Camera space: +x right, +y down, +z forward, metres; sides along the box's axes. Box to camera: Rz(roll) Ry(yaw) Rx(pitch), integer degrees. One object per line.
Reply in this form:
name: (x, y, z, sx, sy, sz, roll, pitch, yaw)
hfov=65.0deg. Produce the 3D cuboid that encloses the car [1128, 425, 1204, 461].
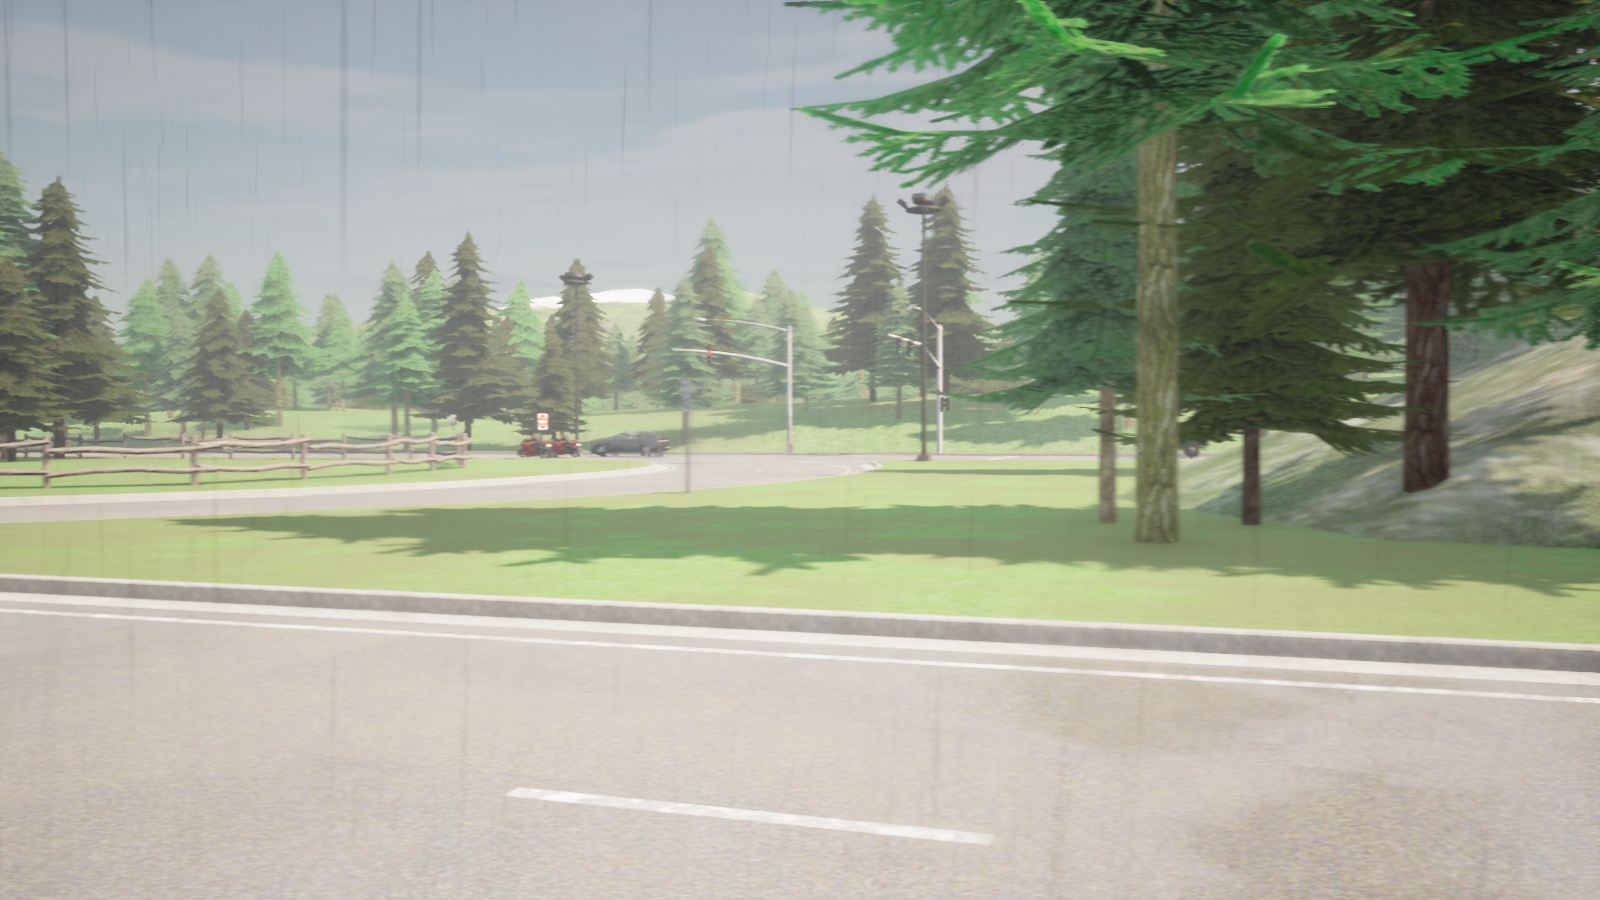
car: (19.858, -0.393, 68.033, 3.866, 1.878, 1.905, 1, 1, 19)

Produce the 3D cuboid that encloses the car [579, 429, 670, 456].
car: (-10.405, -0.454, 74.630, 4.902, 1.511, 2.128, 1, 1, 19)

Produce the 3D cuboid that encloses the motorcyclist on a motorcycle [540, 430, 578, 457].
motorcyclist on a motorcycle: (-13.851, -0.400, 72.106, 2.044, 1.523, 0.797, 1, 1, 19)

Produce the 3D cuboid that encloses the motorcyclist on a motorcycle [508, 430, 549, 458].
motorcyclist on a motorcycle: (-14.875, -0.351, 68.757, 2.044, 1.523, 0.797, 1, 1, 19)
